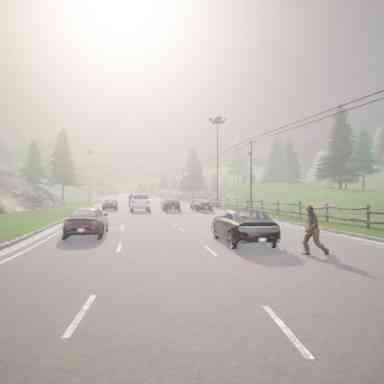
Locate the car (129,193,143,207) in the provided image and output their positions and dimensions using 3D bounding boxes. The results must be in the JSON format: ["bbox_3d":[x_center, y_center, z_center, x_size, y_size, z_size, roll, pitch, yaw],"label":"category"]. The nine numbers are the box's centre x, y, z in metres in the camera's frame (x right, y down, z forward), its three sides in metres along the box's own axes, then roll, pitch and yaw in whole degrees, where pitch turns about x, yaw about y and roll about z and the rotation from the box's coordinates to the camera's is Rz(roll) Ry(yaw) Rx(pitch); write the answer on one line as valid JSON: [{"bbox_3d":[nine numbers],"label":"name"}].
[{"bbox_3d":[-8.980,1.221,53.067,2.150,2.045,5.566,0,0,-11],"label":"car"}]

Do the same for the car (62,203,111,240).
[{"bbox_3d":[-5.366,1.525,17.019,1.812,1.442,4.674,0,0,-10],"label":"car"}]

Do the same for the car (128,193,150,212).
[{"bbox_3d":[-6.090,1.221,38.755,2.150,2.045,5.566,0,0,-11],"label":"car"}]

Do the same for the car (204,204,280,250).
[{"bbox_3d":[2.158,1.492,14.390,2.128,1.511,4.902,0,0,-9],"label":"car"}]

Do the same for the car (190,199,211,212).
[{"bbox_3d":[1.080,1.525,38.614,1.812,1.442,4.674,0,0,-11],"label":"car"}]

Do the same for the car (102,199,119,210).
[{"bbox_3d":[-10.298,1.546,41.905,2.033,1.411,5.357,0,0,-11],"label":"car"}]

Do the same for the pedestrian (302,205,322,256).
[{"bbox_3d":[4.162,1.294,11.546,0.375,1.860,0.375,0,0,-8],"label":"pedestrian"}]

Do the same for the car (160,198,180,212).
[{"bbox_3d":[-2.554,1.503,38.929,1.837,1.490,4.892,0,0,-11],"label":"car"}]
